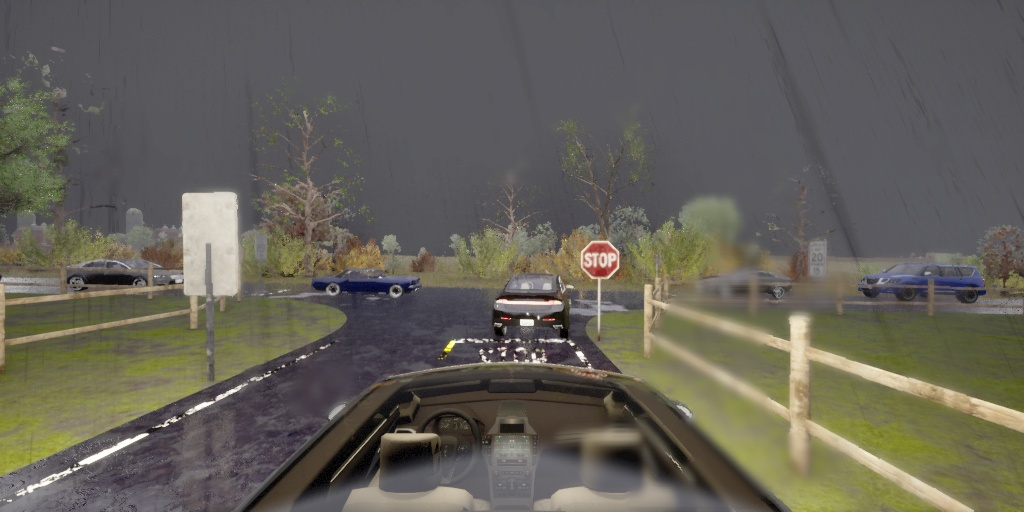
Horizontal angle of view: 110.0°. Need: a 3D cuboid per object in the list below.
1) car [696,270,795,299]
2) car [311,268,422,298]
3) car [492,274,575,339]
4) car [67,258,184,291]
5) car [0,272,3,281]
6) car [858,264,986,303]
[{"bbox_3d":[13.015,1.525,20.156,4.902,1.511,2.128,1,1,0],"label":"car"},{"bbox_3d":[-6.812,1.248,17.242,4.718,1.301,1.895,1,1,0],"label":"car"},{"bbox_3d":[0.712,1.240,10.206,2.128,1.511,4.902,0,0,9],"label":"car"},{"bbox_3d":[-18.480,0.885,17.267,4.902,1.511,2.128,1,1,0],"label":"car"},{"bbox_3d":[-27.784,0.717,17.280,4.674,1.442,1.812,1,1,0],"label":"car"},{"bbox_3d":[22.911,1.466,20.138,5.566,2.045,2.150,1,1,0],"label":"car"}]
